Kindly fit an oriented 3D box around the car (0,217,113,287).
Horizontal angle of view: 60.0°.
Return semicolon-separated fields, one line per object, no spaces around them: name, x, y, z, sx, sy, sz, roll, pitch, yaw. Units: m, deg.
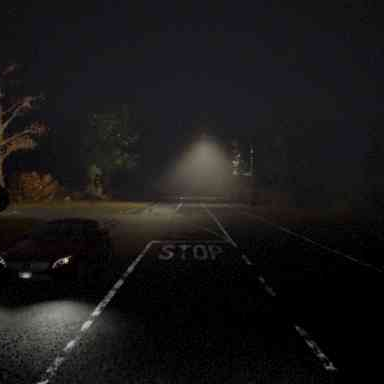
car;-3.501;1.478;9.327;1.812;1.442;4.674;0;0;0
